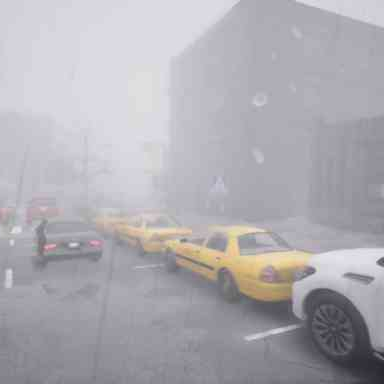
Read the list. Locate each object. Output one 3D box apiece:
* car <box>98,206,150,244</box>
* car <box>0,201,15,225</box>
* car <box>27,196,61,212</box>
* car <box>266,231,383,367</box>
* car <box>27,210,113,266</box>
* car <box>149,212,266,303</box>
[{"bbox_3d":[-4.309,1.531,18.206,1.946,1.575,5.366,0,0,-28],"label":"car"},{"bbox_3d":[-14.521,1.439,24.686,2.097,1.767,4.553,0,0,-23],"label":"car"},{"bbox_3d":[-11.269,1.319,25.300,2.150,2.045,5.566,0,0,-23],"label":"car"},{"bbox_3d":[3.577,1.225,3.308,2.435,2.045,5.566,0,0,-28],"label":"car"},{"bbox_3d":[-4.585,1.587,11.849,2.033,1.411,5.357,0,0,-28],"label":"car"},{"bbox_3d":[0.859,1.492,8.441,1.946,1.575,5.366,0,0,-28],"label":"car"}]
